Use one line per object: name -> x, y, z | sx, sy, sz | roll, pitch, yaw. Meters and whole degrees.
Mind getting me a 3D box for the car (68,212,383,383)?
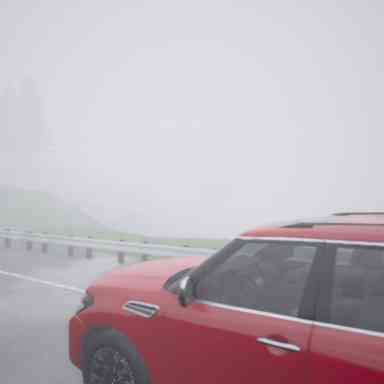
car -> 1.263, 1.219, 3.007 | 5.566, 2.045, 2.150 | 0, 0, 35
